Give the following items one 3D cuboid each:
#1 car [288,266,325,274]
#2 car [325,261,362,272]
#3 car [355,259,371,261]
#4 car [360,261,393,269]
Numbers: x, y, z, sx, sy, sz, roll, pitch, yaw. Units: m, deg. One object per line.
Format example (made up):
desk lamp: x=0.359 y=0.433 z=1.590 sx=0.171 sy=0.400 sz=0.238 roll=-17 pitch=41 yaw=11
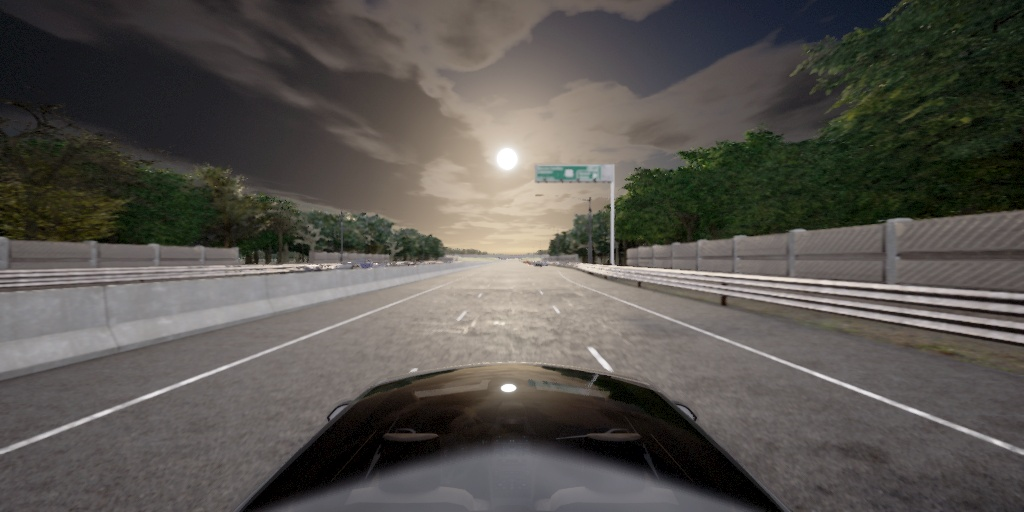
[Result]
car: x=-21.093 y=1.685 z=37.228 sx=1.895 sy=1.301 sz=4.718 roll=0 pitch=-1 yaw=0
car: x=-17.589 y=1.603 z=38.437 sx=1.837 sy=1.490 sz=4.892 roll=0 pitch=-1 yaw=0
car: x=-23.855 y=1.509 z=56.758 sx=2.150 sy=2.045 sz=5.566 roll=0 pitch=-1 yaw=-3
car: x=-14.090 y=1.592 z=38.721 sx=2.128 sy=1.511 sz=4.902 roll=0 pitch=-1 yaw=0
